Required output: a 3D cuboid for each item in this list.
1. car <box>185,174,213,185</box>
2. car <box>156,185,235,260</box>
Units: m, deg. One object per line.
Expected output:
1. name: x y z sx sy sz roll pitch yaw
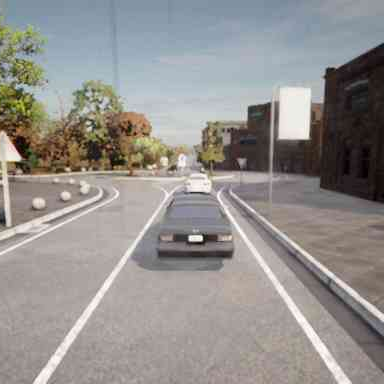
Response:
1. car: 0.481 -0.558 23.400 1.812 1.442 4.674 0 5 4
2. car: 0.096 0.778 9.431 2.033 1.411 5.357 0 5 0
